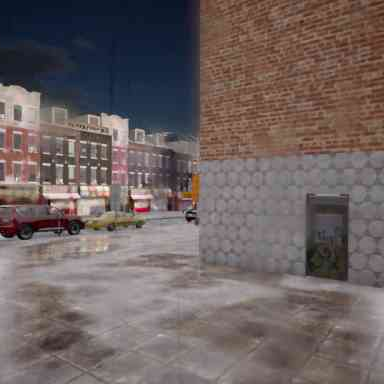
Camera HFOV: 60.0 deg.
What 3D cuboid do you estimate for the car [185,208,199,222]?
[{"bbox_3d":[1.064,2.198,32.556,1.947,1.339,4.313,-1,-2,36],"label":"car"}]

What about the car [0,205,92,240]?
[{"bbox_3d":[-8.646,1.642,19.055,2.192,1.841,5.009,-1,-2,36],"label":"car"}]

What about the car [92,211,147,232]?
[{"bbox_3d":[-5.310,1.957,23.691,1.752,1.417,4.829,-1,-2,36],"label":"car"}]
